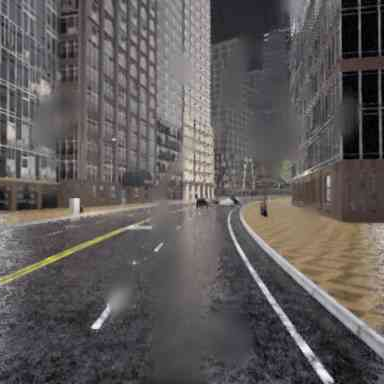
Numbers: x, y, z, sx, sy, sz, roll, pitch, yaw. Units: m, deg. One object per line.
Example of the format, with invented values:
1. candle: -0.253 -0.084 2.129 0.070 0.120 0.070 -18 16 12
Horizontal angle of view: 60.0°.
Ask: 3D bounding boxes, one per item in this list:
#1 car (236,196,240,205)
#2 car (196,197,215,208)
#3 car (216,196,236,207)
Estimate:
1. car: 7.608 1.525 60.217 1.837 1.490 4.892 0 0 15
2. car: 1.838 1.551 50.192 1.837 1.490 4.892 0 0 13
3. car: 5.209 1.560 50.407 1.812 1.442 4.674 0 0 13
